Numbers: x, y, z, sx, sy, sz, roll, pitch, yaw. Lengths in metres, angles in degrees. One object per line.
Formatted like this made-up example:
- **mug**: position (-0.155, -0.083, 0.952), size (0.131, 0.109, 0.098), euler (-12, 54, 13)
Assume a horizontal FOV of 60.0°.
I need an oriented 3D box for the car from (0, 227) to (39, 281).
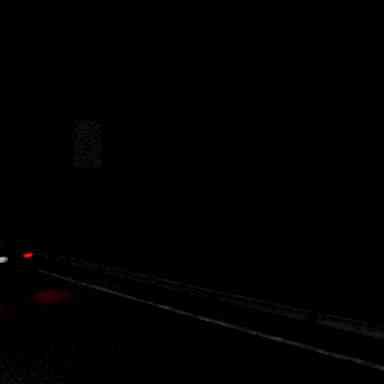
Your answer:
- **car**: position (-6.134, 1.554, 8.979), size (5.357, 1.411, 2.033), euler (0, 0, 40)
